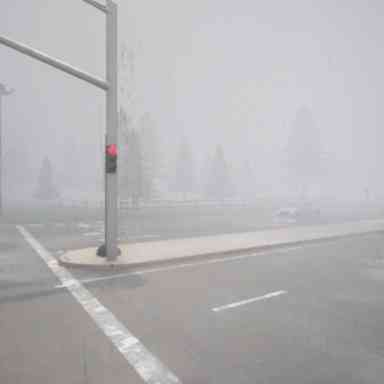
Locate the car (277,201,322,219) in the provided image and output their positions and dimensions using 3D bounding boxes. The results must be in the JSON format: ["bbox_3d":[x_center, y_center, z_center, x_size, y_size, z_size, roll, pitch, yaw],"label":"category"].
[{"bbox_3d":[9.451,1.570,29.065,4.674,1.442,1.812,-1,1,-36],"label":"car"}]
